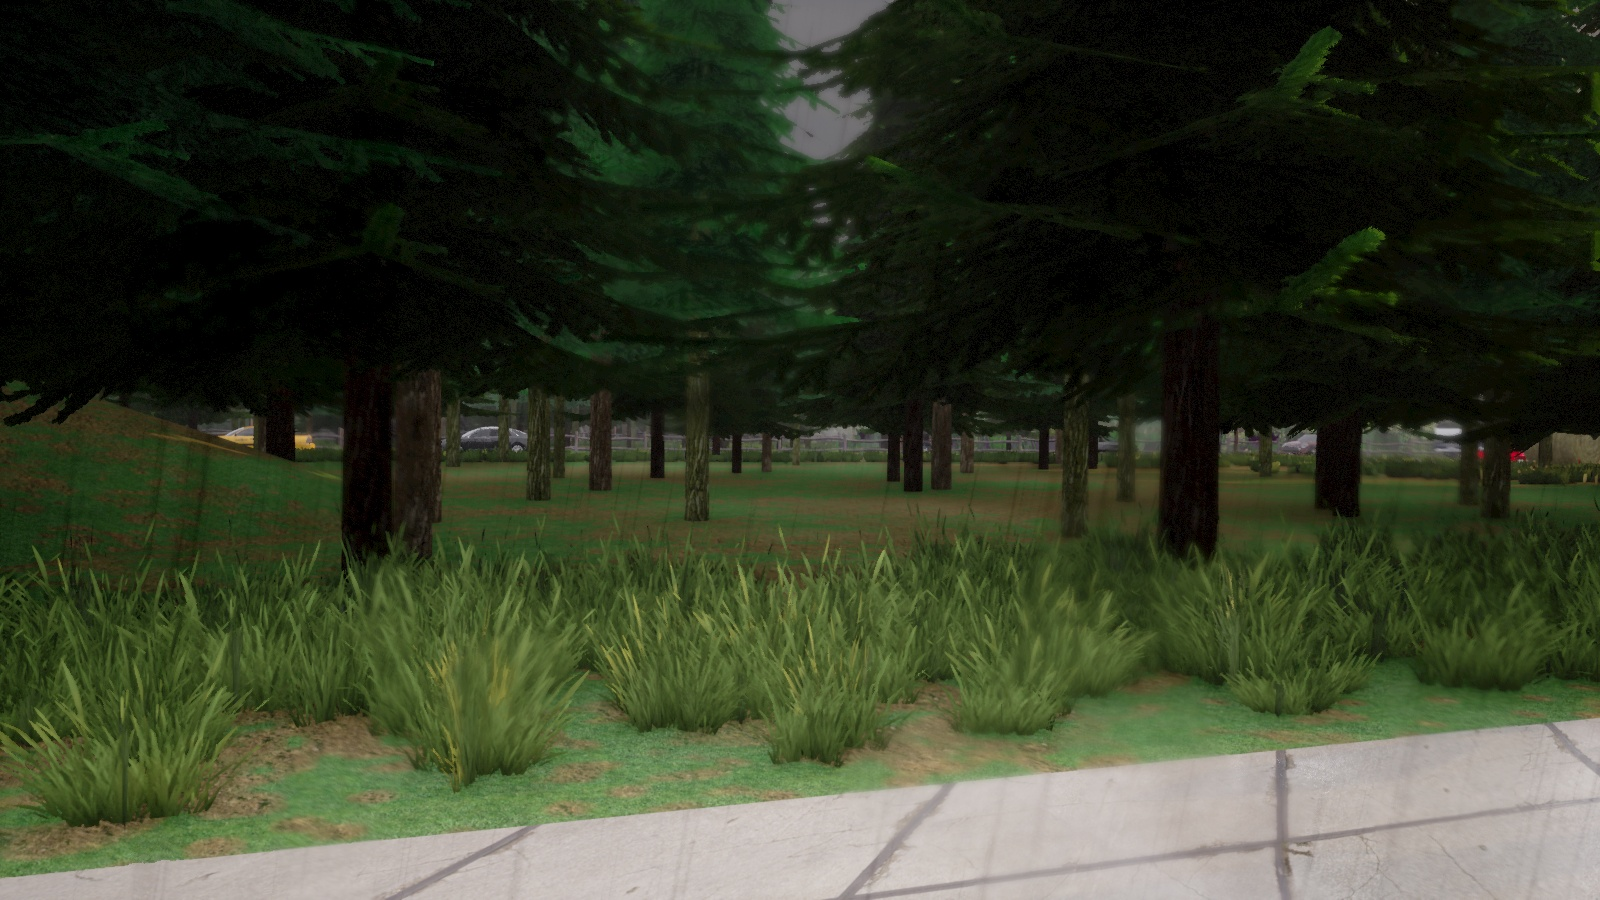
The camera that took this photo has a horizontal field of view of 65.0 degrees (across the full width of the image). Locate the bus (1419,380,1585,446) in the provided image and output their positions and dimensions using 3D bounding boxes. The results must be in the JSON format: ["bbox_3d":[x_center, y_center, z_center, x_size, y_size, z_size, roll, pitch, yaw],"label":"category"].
[{"bbox_3d":[47.224,-2.471,84.464,10.273,4.253,3.944,-1,1,-19],"label":"bus"}]

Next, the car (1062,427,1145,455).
[{"bbox_3d":[16.977,-0.523,70.245,4.193,1.474,1.816,-1,1,-19],"label":"car"}]

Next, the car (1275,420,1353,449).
[{"bbox_3d":[32.294,-0.981,78.850,4.553,1.767,2.097,-1,1,-27],"label":"car"}]

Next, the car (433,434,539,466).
[{"bbox_3d":[-15.475,-0.037,61.913,4.892,1.490,1.837,-1,1,-21],"label":"car"}]

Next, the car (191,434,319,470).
[{"bbox_3d":[-25.178,0.062,58.221,5.366,1.575,1.801,-1,1,-21],"label":"car"}]
